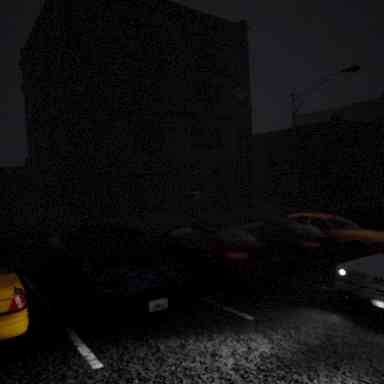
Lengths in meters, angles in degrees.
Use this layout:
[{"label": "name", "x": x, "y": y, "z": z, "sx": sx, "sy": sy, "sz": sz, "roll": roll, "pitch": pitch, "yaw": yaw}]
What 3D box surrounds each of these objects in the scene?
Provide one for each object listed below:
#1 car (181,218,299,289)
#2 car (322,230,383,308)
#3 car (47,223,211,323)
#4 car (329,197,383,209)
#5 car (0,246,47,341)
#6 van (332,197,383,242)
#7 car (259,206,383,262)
[{"label": "car", "x": 0.301, "y": 1.517, "z": 9.216, "sx": 2.002, "sy": 1.452, "sz": 4.674, "roll": 0, "pitch": 0, "yaw": -35}, {"label": "car", "x": 5.000, "y": 1.597, "z": 6.926, "sx": 4.718, "sy": 1.301, "sz": 1.895, "roll": 0, "pitch": 0, "yaw": -35}, {"label": "car", "x": -1.955, "y": 1.508, "z": 7.574, "sx": 2.163, "sy": 1.488, "sz": 4.792, "roll": 0, "pitch": 0, "yaw": -36}, {"label": "car", "x": 6.996, "y": 1.221, "z": 14.033, "sx": 2.435, "sy": 2.045, "sz": 5.566, "roll": 0, "pitch": 0, "yaw": -36}, {"label": "car", "x": -4.352, "y": 1.478, "z": 6.127, "sx": 1.946, "sy": 1.575, "sz": 5.366, "roll": 0, "pitch": 0, "yaw": -36}, {"label": "van", "x": 9.217, "y": 1.245, "z": 15.726, "sx": 1.878, "sy": 1.987, "sz": 4.442, "roll": 0, "pitch": 0, "yaw": -36}, {"label": "car", "x": 4.951, "y": 1.471, "z": 12.311, "sx": 1.946, "sy": 1.575, "sz": 5.366, "roll": 0, "pitch": 0, "yaw": -36}]
